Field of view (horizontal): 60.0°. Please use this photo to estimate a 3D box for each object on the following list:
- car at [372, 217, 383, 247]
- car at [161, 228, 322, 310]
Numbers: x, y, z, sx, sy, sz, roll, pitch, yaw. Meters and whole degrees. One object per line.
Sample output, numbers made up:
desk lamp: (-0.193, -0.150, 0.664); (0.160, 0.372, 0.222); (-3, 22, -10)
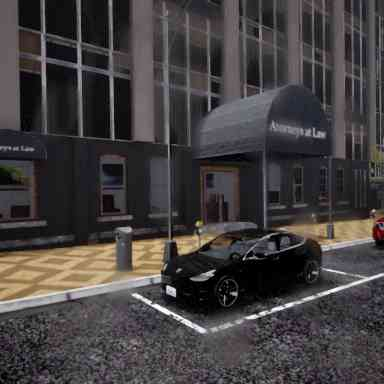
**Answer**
car: (9.605, 1.310, 14.014); (5.009, 1.841, 2.192); (0, -1, -37)
car: (1.329, 1.564, 7.812); (4.313, 1.339, 1.947); (0, -1, -37)
